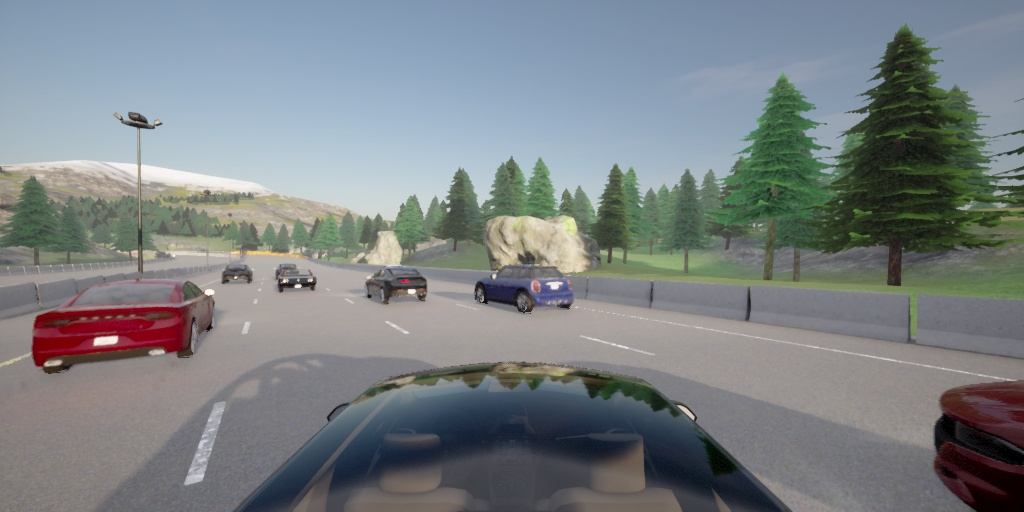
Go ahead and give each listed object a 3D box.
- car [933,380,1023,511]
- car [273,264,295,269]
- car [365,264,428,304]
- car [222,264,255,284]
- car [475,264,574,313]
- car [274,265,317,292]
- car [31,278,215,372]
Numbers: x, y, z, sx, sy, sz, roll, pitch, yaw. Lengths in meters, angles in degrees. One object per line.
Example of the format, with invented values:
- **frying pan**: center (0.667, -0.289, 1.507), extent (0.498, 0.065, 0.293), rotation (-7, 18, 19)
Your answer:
- **car**: center (5.071, 1.240, 1.036), extent (1.882, 1.535, 5.008), rotation (0, 0, -34)
- **car**: center (-21.240, 1.464, 33.862), extent (1.837, 1.490, 4.892), rotation (0, -1, -34)
- **car**: center (-5.499, 1.280, 16.745), extent (1.837, 1.490, 4.892), rotation (0, -2, -34)
- **car**: center (-22.586, 1.433, 29.593), extent (1.837, 1.490, 4.892), rotation (0, -1, -34)
- **car**: center (0.314, 1.118, 14.373), extent (2.097, 1.767, 4.553), rotation (0, 0, -34)
- **car**: center (-13.352, 1.434, 22.140), extent (1.895, 1.301, 4.718), rotation (0, -1, -34)
- **car**: center (-7.953, 1.227, 7.852), extent (1.882, 1.535, 5.008), rotation (0, 0, -34)
